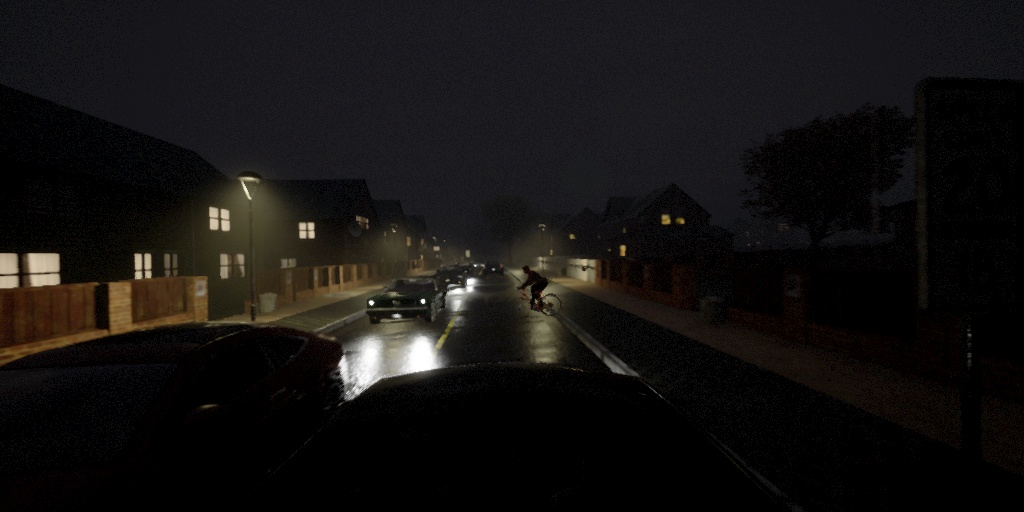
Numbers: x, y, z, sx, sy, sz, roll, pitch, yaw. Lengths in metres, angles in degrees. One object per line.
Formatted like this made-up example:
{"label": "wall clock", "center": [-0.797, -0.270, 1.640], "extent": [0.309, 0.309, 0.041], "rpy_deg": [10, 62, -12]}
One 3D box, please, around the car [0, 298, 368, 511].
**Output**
{"label": "car", "center": [-2.777, 1.332, 2.636], "extent": [1.812, 1.442, 4.674], "rpy_deg": [-1, 0, -5]}

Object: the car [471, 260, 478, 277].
{"label": "car", "center": [-4.626, 1.292, 34.772], "extent": [1.895, 1.301, 4.718], "rpy_deg": [-1, 0, -3]}

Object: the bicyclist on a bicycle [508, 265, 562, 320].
{"label": "bicyclist on a bicycle", "center": [0.648, 1.080, 10.864], "extent": [1.656, 1.620, 0.582], "rpy_deg": [-6, 1, -3]}

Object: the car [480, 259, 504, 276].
{"label": "car", "center": [-1.800, 1.192, 35.184], "extent": [1.994, 1.385, 4.181], "rpy_deg": [-1, 0, -3]}

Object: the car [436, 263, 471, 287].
{"label": "car", "center": [-4.036, 1.301, 23.892], "extent": [1.994, 1.385, 4.181], "rpy_deg": [-1, 0, -3]}

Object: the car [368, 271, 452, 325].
{"label": "car", "center": [-3.368, 1.377, 12.292], "extent": [1.895, 1.301, 4.718], "rpy_deg": [-1, 0, -3]}
